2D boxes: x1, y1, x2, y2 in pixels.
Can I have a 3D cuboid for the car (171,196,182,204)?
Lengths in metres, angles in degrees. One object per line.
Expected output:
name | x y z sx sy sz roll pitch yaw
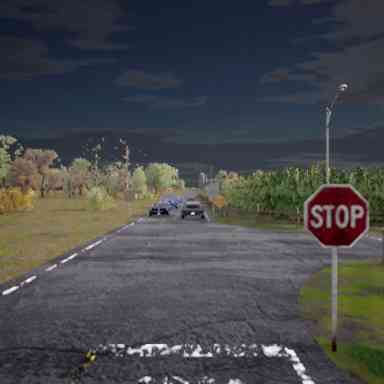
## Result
car | -2.848 1.423 63.338 1.812 1.442 4.674 0 0 0

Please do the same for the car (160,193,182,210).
car | -2.894 1.167 43.476 2.150 2.045 5.566 0 0 1

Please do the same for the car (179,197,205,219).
car | 0.065 1.475 29.265 1.837 1.490 4.892 0 0 0

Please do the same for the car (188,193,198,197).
car | -0.075 1.410 60.869 1.837 1.490 4.892 0 0 0

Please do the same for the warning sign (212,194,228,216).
warning sign | 2.412 1.086 28.839 1.300 1.860 1.060 0 0 0

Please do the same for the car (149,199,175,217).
car | -2.885 1.569 31.020 1.895 1.301 4.718 0 0 0
